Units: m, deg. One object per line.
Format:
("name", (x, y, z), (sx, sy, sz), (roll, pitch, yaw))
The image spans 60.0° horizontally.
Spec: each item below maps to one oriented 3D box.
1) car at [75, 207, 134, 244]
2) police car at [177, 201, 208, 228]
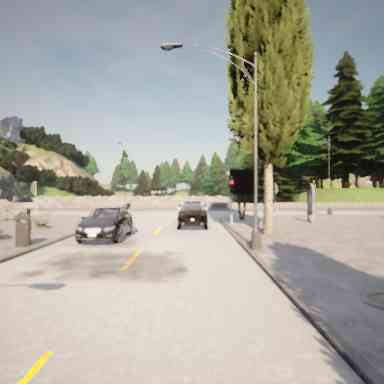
("car", (-4.033, 1.491, 15.968), (2.128, 1.511, 4.902), (0, 0, 1))
("police car", (0.034, 1.423, 22.176), (1.930, 1.638, 5.238), (0, 0, 0))
